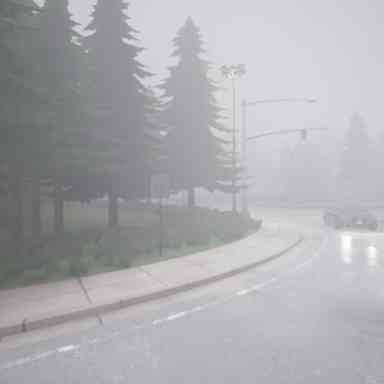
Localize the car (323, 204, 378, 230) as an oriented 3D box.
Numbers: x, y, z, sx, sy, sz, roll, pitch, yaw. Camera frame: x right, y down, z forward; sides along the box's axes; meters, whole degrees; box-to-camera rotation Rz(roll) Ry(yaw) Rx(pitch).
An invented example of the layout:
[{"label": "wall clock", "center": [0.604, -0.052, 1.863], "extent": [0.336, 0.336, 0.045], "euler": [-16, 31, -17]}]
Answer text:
[{"label": "car", "center": [8.898, 1.379, 19.004], "extent": [1.994, 1.385, 4.181], "euler": [-1, 0, 9]}]
